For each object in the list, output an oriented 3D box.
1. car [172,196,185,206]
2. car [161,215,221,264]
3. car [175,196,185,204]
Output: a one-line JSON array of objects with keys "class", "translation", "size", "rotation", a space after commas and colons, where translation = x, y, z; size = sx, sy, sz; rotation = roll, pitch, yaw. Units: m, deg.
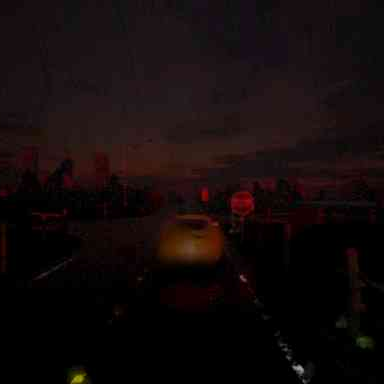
[{"class": "car", "translation": [-2.896, 2.070, 66.060], "size": [2.033, 1.411, 5.357], "rotation": [0, -1, 0]}, {"class": "car", "translation": [-0.035, 1.560, 12.154], "size": [1.882, 1.535, 5.008], "rotation": [0, 0, 0]}, {"class": "car", "translation": [-2.925, 1.893, 81.759], "size": [2.150, 2.045, 5.566], "rotation": [0, -1, 0]}]
